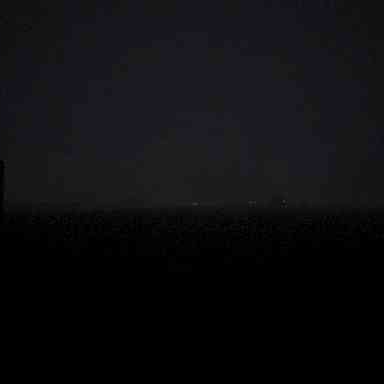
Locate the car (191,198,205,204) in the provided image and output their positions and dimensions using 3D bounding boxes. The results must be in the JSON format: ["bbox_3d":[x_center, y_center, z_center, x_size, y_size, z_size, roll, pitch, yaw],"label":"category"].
[{"bbox_3d":[1.580,2.347,86.727,1.994,1.385,4.181,1,0,36],"label":"car"}]
